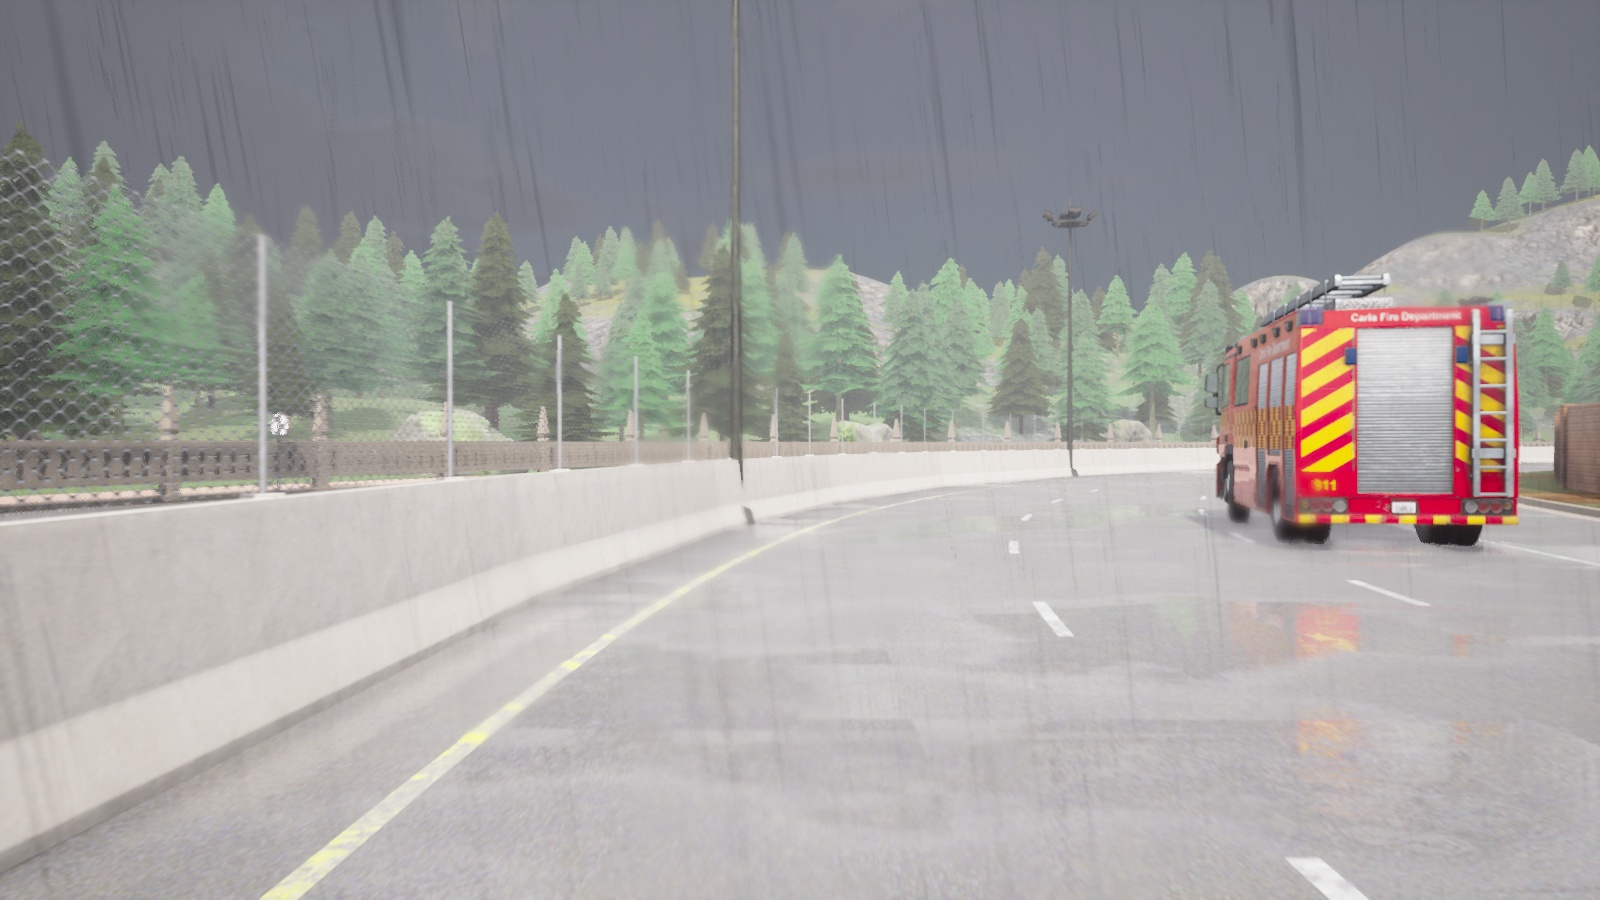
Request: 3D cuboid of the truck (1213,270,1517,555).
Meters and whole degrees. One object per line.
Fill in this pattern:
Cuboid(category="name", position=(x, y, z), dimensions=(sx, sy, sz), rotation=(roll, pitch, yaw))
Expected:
Cuboid(category="truck", position=(9.050, -0.531, 21.311), dimensions=(2.891, 3.827, 8.468), rotation=(0, 0, 11))
